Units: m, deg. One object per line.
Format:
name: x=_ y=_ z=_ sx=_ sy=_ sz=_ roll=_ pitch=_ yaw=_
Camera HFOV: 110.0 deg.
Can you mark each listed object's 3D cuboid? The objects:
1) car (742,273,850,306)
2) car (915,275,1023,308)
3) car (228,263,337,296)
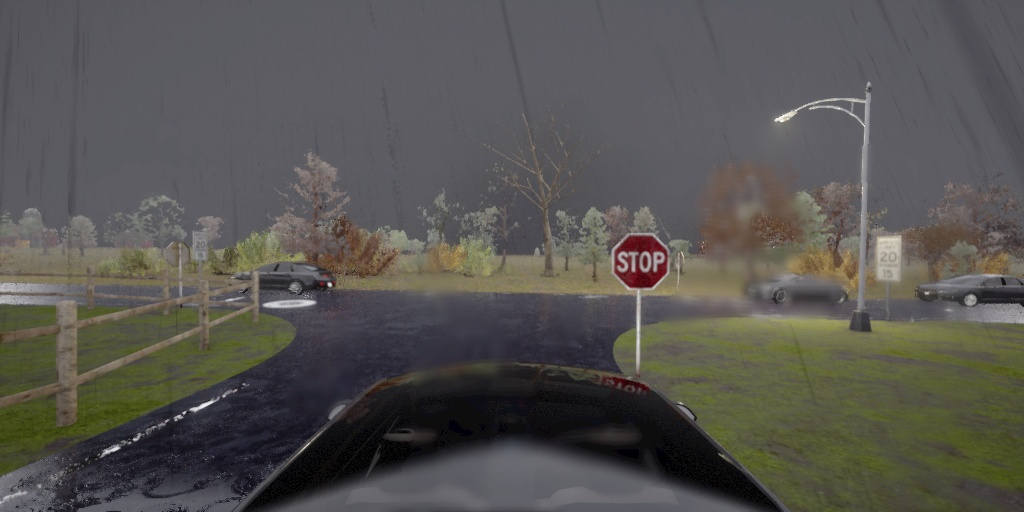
car: x=13.654 y=1.554 z=17.385 sx=4.181 sy=1.385 sz=1.994 roll=1 pitch=1 yaw=0
car: x=22.576 y=1.654 z=17.367 sx=4.892 sy=1.490 sz=1.837 roll=1 pitch=1 yaw=0
car: x=-11.023 y=1.042 z=17.273 sx=4.892 sy=1.490 sz=1.837 roll=1 pitch=-1 yaw=7
